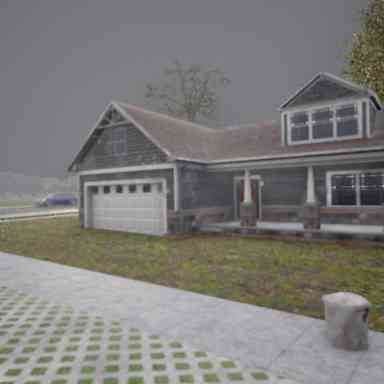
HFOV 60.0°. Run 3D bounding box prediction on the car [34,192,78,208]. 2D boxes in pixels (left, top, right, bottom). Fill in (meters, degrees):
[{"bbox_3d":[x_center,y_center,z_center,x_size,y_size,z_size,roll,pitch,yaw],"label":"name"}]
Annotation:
[{"bbox_3d":[-15.377,0.841,37.620,2.097,1.767,4.553,-1,0,37],"label":"car"}]
